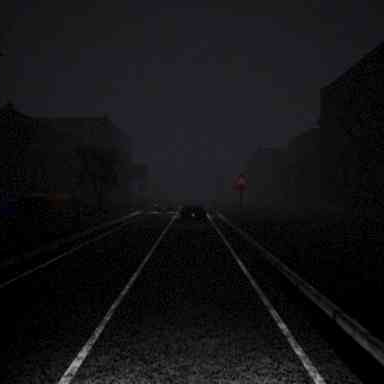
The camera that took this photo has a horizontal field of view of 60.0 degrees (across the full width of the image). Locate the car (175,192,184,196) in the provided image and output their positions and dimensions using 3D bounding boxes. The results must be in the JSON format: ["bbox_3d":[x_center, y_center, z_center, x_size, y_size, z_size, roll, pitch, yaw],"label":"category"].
[{"bbox_3d":[-3.027,0.784,79.201,2.097,1.767,4.553,0,0,0],"label":"car"}]

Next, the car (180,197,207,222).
[{"bbox_3d":[0.091,1.412,25.518,1.882,1.535,5.008,0,0,0],"label":"car"}]

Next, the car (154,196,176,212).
[{"bbox_3d":[-3.106,1.430,37.715,1.812,1.442,4.674,0,0,0],"label":"car"}]
